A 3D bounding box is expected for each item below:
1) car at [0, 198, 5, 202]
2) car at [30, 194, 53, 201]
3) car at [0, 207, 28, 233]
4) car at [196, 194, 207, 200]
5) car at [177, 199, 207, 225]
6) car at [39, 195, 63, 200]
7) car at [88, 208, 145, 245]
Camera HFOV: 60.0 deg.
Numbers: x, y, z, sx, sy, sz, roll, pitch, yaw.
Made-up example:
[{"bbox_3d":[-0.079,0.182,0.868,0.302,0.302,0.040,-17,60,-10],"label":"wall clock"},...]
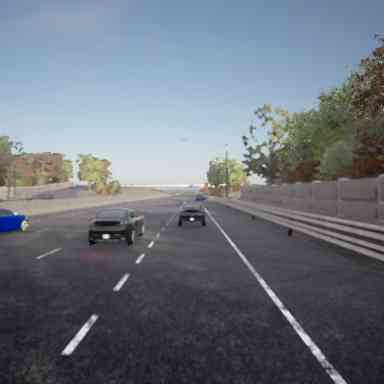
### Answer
[{"bbox_3d":[-31.530,1.602,52.791,1.812,1.442,4.674,0,0,1],"label":"car"},{"bbox_3d":[-24.535,1.303,54.744,2.150,2.045,5.566,0,0,1],"label":"car"},{"bbox_3d":[-10.400,1.484,17.211,1.882,1.535,5.008,0,0,0],"label":"car"},{"bbox_3d":[2.573,1.539,88.654,2.150,2.045,5.566,0,-1,14],"label":"car"},{"bbox_3d":[-0.002,1.519,24.134,1.837,1.490,4.892,0,0,0],"label":"car"},{"bbox_3d":[-21.046,1.621,51.628,2.033,1.411,5.357,0,0,1],"label":"car"},{"bbox_3d":[-3.399,1.509,15.580,1.837,1.490,4.892,0,0,0],"label":"car"}]
